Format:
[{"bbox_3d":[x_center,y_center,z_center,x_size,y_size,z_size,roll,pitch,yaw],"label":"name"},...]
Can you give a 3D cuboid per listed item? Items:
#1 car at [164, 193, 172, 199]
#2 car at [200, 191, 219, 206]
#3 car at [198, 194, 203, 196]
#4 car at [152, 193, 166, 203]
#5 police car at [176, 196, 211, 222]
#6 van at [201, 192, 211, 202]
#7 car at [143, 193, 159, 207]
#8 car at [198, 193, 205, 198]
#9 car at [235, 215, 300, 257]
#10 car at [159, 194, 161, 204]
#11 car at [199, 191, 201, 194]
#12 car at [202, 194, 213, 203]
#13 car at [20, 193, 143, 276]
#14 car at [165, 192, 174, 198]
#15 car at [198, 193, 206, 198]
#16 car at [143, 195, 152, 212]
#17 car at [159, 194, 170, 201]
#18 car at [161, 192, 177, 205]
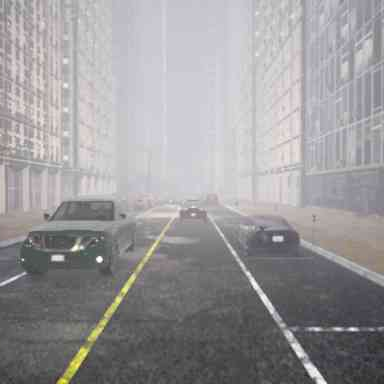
[{"bbox_3d":[-5.750,0.922,80.639,1.752,1.417,4.829,0,0,0],"label":"car"},{"bbox_3d":[2.654,0.988,46.622,2.192,1.841,5.009,0,0,0],"label":"car"},{"bbox_3d":[0.063,1.268,42.429,1.994,1.385,4.181,0,0,0],"label":"car"},{"bbox_3d":[-5.734,1.023,58.016,1.967,1.590,4.097,0,0,0],"label":"car"},{"bbox_3d":[0.082,1.335,24.551,2.038,1.542,4.974,0,0,0],"label":"police car"},{"bbox_3d":[2.642,0.879,63.716,1.690,1.788,3.998,0,0,0],"label":"van"},{"bbox_3d":[-5.723,1.031,40.921,2.192,1.841,5.009,0,0,0],"label":"car"},{"bbox_3d":[2.623,0.876,92.211,1.802,1.307,4.206,0,1,0],"label":"car"},{"bbox_3d":[2.678,1.483,12.434,1.947,1.339,4.313,0,0,0],"label":"car"},{"bbox_3d":[-5.730,1.068,52.317,1.967,1.590,4.097,0,0,0],"label":"car"},{"bbox_3d":[2.650,0.944,52.320,2.192,1.841,5.009,0,0,0],"label":"car"},{"bbox_3d":[2.646,1.107,58.190,1.752,1.417,4.829,0,0,0],"label":"car"},{"bbox_3d":[-3.109,1.151,10.461,2.150,2.045,5.566,0,0,0],"label":"car"},{"bbox_3d":[-5.754,0.785,86.509,1.967,1.590,4.097,0,0,0],"label":"car"},{"bbox_3d":[2.627,0.896,86.514,2.008,1.369,4.403,0,1,0],"label":"car"},{"bbox_3d":[-5.718,1.302,35.224,1.887,1.381,4.507,0,0,0],"label":"car"},{"bbox_3d":[-5.742,1.042,69.414,2.008,1.369,4.403,0,0,0],"label":"car"},{"bbox_3d":[-3.114,1.127,51.196,2.128,1.511,4.902,0,1,0],"label":"car"}]
